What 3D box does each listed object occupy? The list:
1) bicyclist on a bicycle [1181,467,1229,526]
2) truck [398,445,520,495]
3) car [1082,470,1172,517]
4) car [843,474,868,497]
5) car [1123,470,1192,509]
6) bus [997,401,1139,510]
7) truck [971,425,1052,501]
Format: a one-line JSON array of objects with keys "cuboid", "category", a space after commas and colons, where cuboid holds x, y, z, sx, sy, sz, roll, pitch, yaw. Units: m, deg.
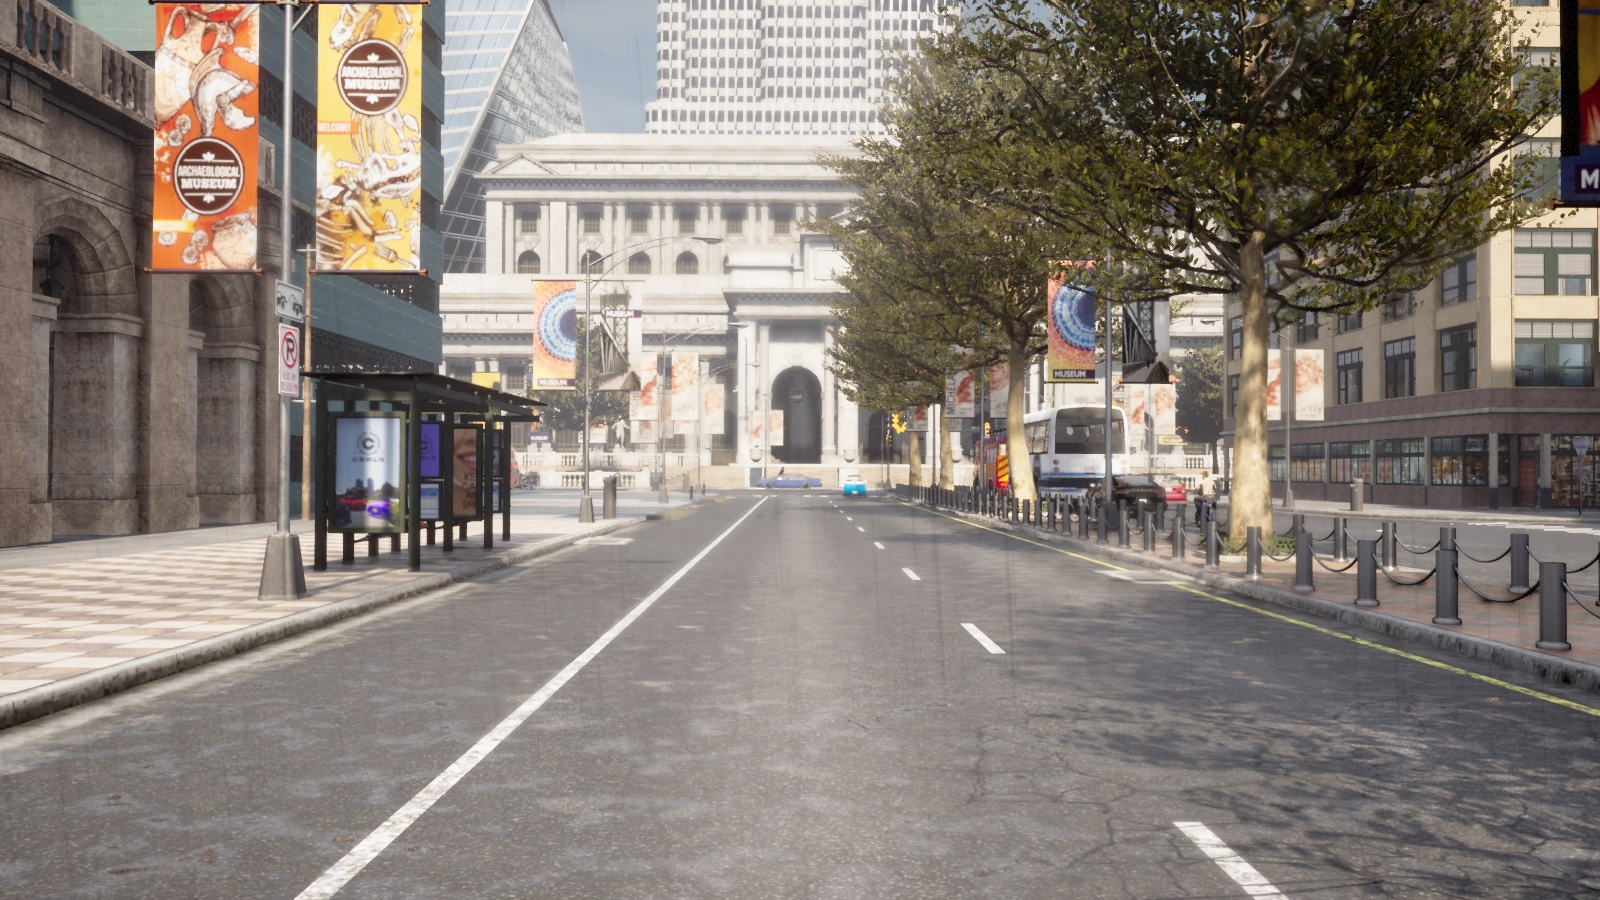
[{"cuboid": [11.415, 1.299, 35.423, 0.866, 1.612, 1.509, 0, -1, 0], "category": "bicyclist on a bicycle"}, {"cuboid": [-24.316, 1.436, 89.897, 7.936, 3.462, 2.891, 0, -1, 0], "category": "truck"}, {"cuboid": [11.386, 1.485, 44.090, 1.882, 1.535, 5.008, 0, -1, 0], "category": "car"}, {"cuboid": [3.351, 2.137, 76.450, 1.481, 1.376, 2.207, 0, -1, 1], "category": "car"}, {"cuboid": [14.863, 1.612, 52.410, 1.789, 1.549, 3.705, 0, -1, 0], "category": "car"}, {"cuboid": [11.353, 0.307, 54.591, 3.944, 4.253, 10.273, 0, -1, 0], "category": "bus"}, {"cuboid": [11.273, 0.738, 67.675, 2.891, 3.827, 8.468, 0, -1, 0], "category": "truck"}]
